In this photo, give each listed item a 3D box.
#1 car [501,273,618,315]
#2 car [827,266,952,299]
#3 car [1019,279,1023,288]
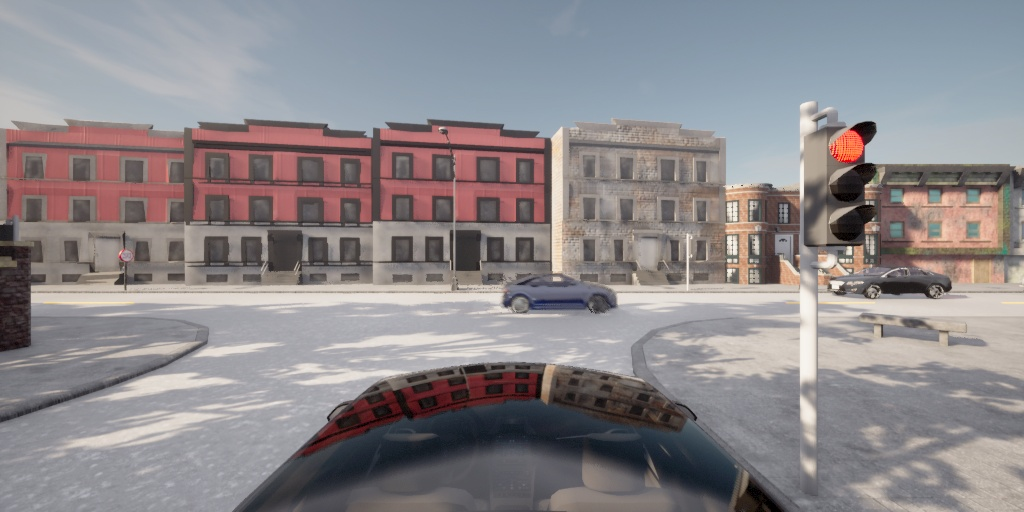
[{"bbox_3d":[1.669,1.314,13.156,4.181,1.385,1.994,0,0,0],"label":"car"},{"bbox_3d":[18.123,1.242,17.366,4.902,1.511,2.128,0,0,0],"label":"car"},{"bbox_3d":[28.051,1.351,17.361,4.718,1.301,1.895,0,0,0],"label":"car"}]
